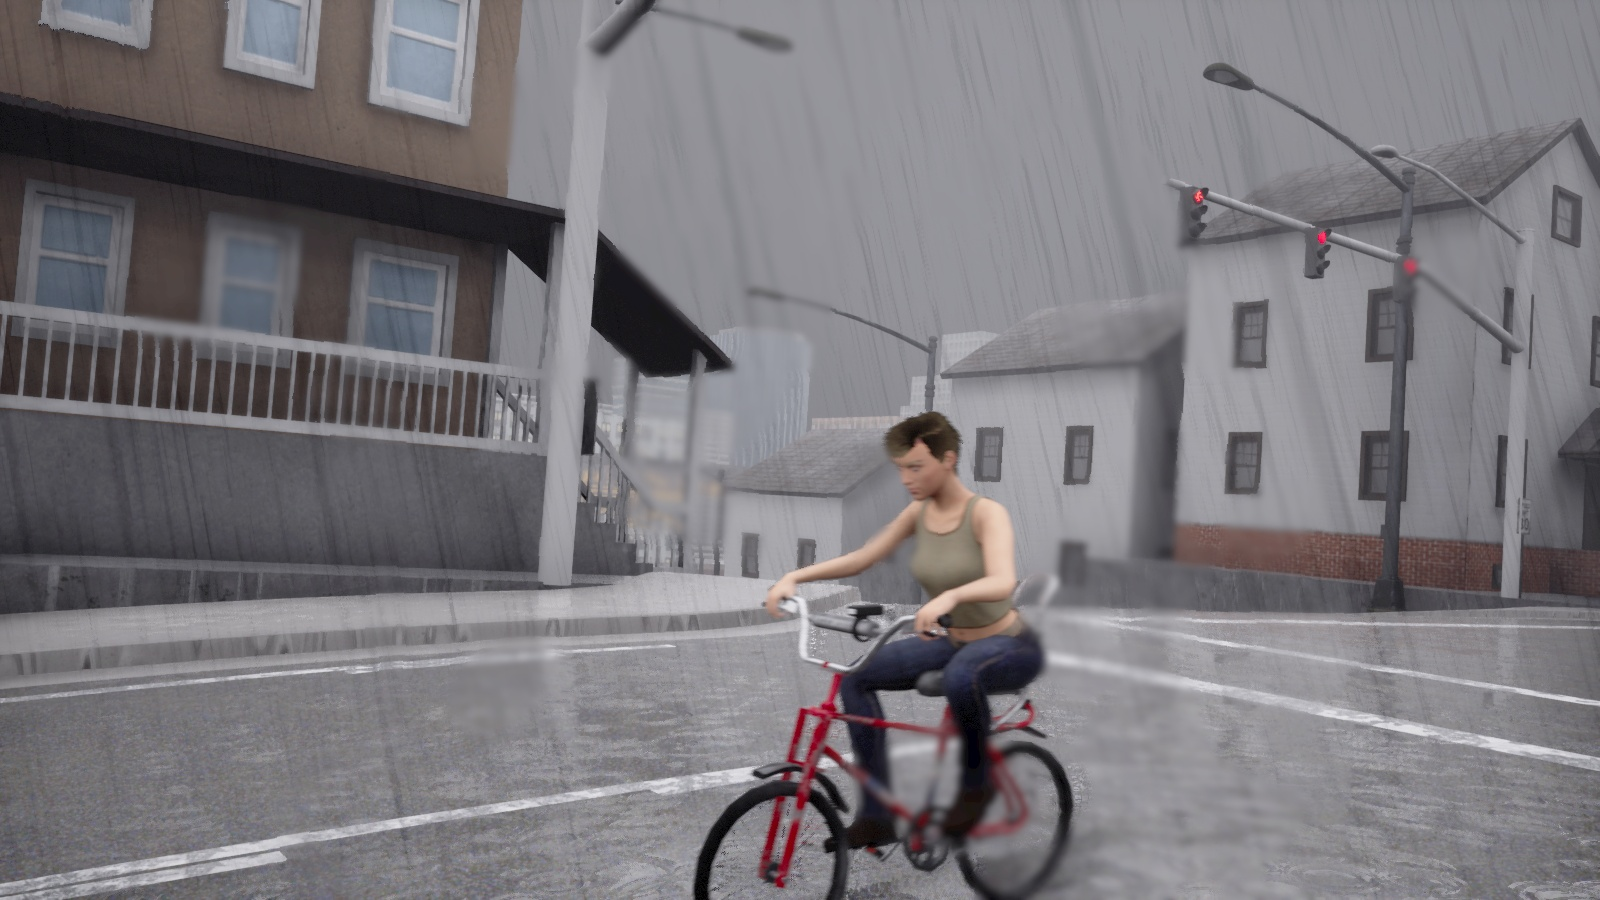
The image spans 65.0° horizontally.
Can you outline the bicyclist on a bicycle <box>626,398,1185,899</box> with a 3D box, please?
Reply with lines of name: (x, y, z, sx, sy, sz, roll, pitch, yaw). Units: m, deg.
bicyclist on a bicycle: (0.345, 0.685, 3.892, 1.509, 1.612, 0.866, 1, 0, -35)
